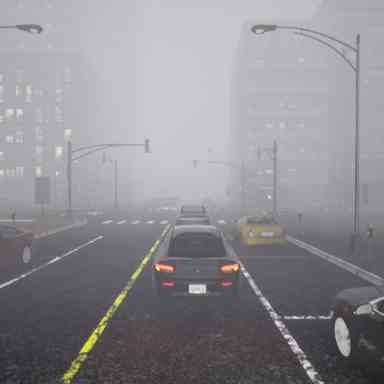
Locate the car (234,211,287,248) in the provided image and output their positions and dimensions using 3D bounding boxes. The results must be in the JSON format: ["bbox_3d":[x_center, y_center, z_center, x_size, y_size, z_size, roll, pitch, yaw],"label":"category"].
[{"bbox_3d":[2.778,1.521,14.554,1.752,1.417,4.829,-1,0,0],"label":"car"}]

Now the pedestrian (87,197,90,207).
[{"bbox_3d":[-12.632,1.200,40.830,0.375,1.300,0.375,0,0,1],"label":"pedestrian"}]

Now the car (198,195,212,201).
[{"bbox_3d":[2.559,1.539,57.994,2.008,1.369,4.403,-1,0,0],"label":"car"}]

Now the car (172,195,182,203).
[{"bbox_3d":[-3.143,1.487,70.538,1.837,1.490,4.892,0,0,0],"label":"car"}]

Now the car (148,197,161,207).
[{"bbox_3d":[-5.809,1.514,52.152,1.752,1.417,4.829,-1,0,0],"label":"car"}]

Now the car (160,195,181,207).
[{"bbox_3d":[-3.195,1.537,50.390,2.033,1.411,5.357,0,0,0],"label":"car"}]

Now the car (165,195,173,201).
[{"bbox_3d":[-5.879,1.530,86.249,1.887,1.381,4.507,-1,0,0],"label":"car"}]

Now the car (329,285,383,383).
[{"bbox_3d":[2.801,1.550,3.096,2.008,1.369,4.403,-1,0,0],"label":"car"}]

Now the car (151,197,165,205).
[{"bbox_3d":[-5.821,1.554,57.976,1.947,1.339,4.313,-1,0,0],"label":"car"}]

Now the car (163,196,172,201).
[{"bbox_3d":[-5.866,1.568,80.594,1.802,1.307,4.206,-1,0,0],"label":"car"}]

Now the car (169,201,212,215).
[{"bbox_3d":[0.053,1.487,18.177,2.128,1.511,4.902,0,0,0],"label":"car"}]

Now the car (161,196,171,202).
[{"bbox_3d":[-5.855,1.531,74.940,1.887,1.381,4.507,-1,0,0],"label":"car"}]

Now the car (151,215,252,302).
[{"bbox_3d":[0.083,1.523,8.102,1.812,1.442,4.674,0,0,0],"label":"car"}]

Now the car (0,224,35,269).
[{"bbox_3d":[-5.849,1.542,8.780,1.887,1.381,4.507,-1,0,0],"label":"car"}]

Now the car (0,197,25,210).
[{"bbox_3d":[-21.738,1.275,37.965,4.829,1.417,1.752,0,0,1],"label":"car"}]

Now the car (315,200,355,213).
[{"bbox_3d":[16.238,1.623,37.545,4.403,1.369,2.008,0,0,1],"label":"car"}]

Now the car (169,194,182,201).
[{"bbox_3d":[-3.195,1.479,60.341,2.128,1.511,4.902,0,0,0],"label":"car"}]
